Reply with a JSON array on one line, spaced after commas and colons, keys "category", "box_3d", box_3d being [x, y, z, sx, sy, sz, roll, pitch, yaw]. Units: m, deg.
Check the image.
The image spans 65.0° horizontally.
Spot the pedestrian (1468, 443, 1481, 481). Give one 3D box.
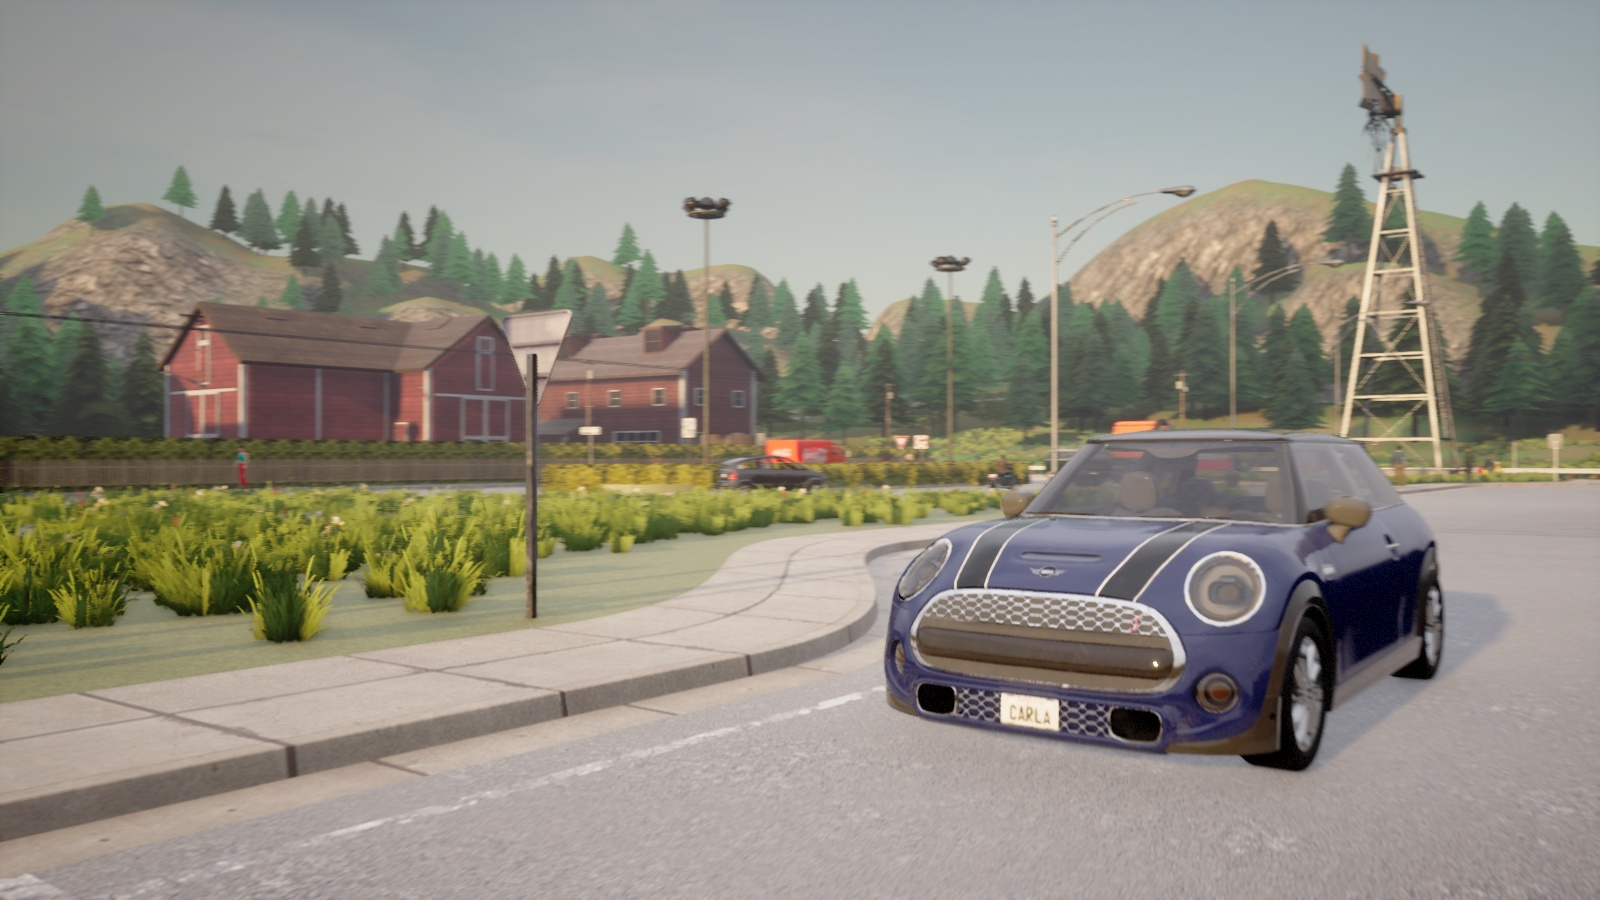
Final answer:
[{"category": "pedestrian", "box_3d": [32.731, 0.594, 60.932, 0.614, 1.847, 0.353, 0, 0, -43]}]

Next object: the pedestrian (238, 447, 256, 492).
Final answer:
[{"category": "pedestrian", "box_3d": [-22.895, 0.794, 52.001, 0.345, 1.836, 0.594, 0, 0, 35]}]

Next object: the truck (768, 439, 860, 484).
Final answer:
[{"category": "truck", "box_3d": [0.835, 0.651, 71.203, 2.627, 2.467, 5.204, -1, 0, 38]}]

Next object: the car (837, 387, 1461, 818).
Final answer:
[{"category": "car", "box_3d": [2.405, 0.637, 7.604, 2.097, 1.767, 4.553, 0, 0, 37]}]

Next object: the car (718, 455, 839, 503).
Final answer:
[{"category": "car", "box_3d": [-0.743, 0.965, 42.538, 3.705, 1.549, 1.789, 0, 0, -22]}]

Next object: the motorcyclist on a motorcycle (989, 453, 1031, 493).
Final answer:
[{"category": "motorcyclist on a motorcycle", "box_3d": [8.946, 0.954, 53.421, 0.766, 1.649, 2.350, 0, -1, 37]}]

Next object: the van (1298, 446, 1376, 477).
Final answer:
[{"category": "van", "box_3d": [36.635, 0.782, 85.680, 4.480, 2.038, 2.069, -1, 0, 38]}]

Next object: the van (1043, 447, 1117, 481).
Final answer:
[{"category": "van", "box_3d": [16.930, 0.846, 76.120, 1.775, 1.987, 4.442, 0, 0, -30]}]

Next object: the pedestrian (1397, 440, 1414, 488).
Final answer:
[{"category": "pedestrian", "box_3d": [25.037, 0.578, 51.909, 0.423, 1.949, 0.788, -1, 0, 40]}]

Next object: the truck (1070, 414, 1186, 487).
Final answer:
[{"category": "truck", "box_3d": [16.745, 0.043, 63.661, 2.891, 3.462, 7.936, 0, 0, 37]}]
